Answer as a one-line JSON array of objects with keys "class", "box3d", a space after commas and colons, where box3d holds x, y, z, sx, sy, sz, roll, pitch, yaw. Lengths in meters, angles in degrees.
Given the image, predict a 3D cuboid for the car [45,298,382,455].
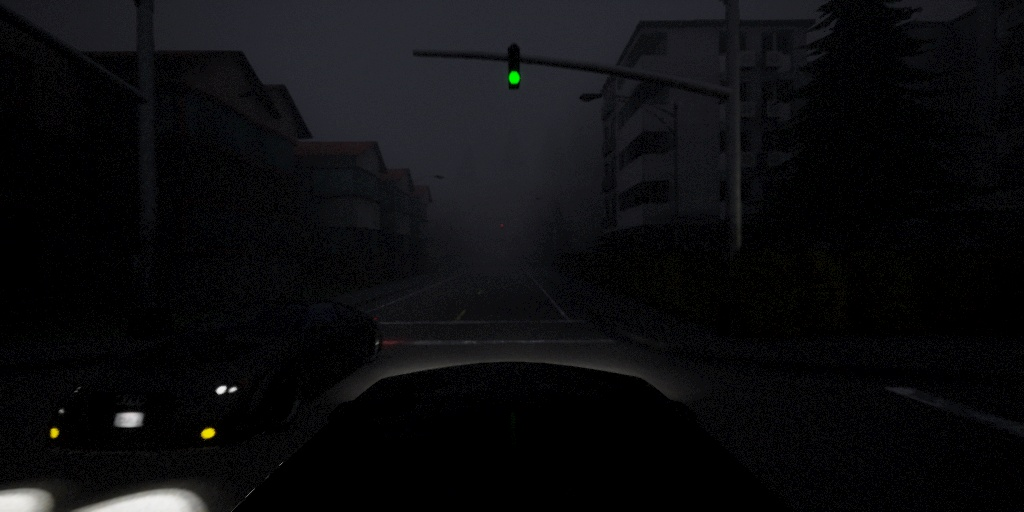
[{"class": "car", "box3d": [-3.503, 1.339, 5.276, 1.994, 1.385, 4.181, 0, -1, 0]}]
